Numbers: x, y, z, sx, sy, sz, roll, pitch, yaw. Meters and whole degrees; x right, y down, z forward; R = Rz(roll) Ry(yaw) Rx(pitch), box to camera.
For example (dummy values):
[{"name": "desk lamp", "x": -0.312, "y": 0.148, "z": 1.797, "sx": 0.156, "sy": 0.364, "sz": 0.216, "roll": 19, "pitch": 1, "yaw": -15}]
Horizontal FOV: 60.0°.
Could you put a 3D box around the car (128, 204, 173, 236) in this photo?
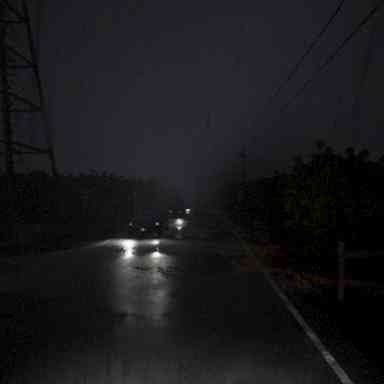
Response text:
[{"name": "car", "x": -2.441, "y": 1.667, "z": 19.460, "sx": 1.812, "sy": 1.442, "sz": 4.674, "roll": 0, "pitch": 0, "yaw": 2}]

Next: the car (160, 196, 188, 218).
[{"name": "car", "x": -1.886, "y": 1.436, "z": 33.448, "sx": 2.150, "sy": 2.045, "sz": 5.566, "roll": 0, "pitch": 0, "yaw": 2}]

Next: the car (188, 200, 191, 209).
[{"name": "car", "x": -1.109, "y": 1.864, "z": 51.499, "sx": 2.033, "sy": 1.411, "sz": 5.357, "roll": 0, "pitch": 0, "yaw": 3}]
